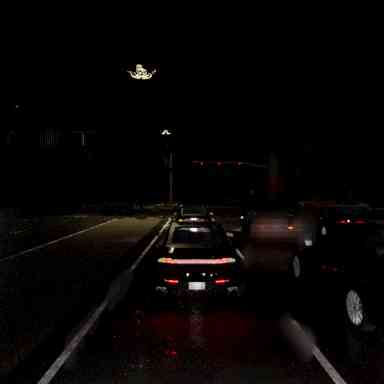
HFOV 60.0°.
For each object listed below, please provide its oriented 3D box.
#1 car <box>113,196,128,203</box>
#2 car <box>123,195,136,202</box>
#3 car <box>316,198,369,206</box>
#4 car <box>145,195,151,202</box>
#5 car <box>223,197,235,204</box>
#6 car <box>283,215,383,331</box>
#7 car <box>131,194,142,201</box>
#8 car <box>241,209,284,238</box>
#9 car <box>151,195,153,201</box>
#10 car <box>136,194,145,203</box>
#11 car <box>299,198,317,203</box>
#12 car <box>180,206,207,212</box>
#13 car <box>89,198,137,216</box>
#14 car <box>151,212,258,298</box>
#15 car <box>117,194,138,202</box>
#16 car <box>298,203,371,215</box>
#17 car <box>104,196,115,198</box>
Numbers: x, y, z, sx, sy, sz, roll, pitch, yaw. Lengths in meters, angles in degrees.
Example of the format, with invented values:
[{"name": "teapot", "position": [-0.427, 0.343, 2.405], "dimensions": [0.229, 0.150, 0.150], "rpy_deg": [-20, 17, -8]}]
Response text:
[{"name": "car", "position": [-15.077, 1.571, 70.474], "dimensions": [2.033, 1.411, 5.357], "rpy_deg": [0, 0, 0]}, {"name": "car", "position": [-15.088, 1.561, 80.577], "dimensions": [2.128, 1.511, 4.902], "rpy_deg": [0, 0, 0]}, {"name": "car", "position": [15.341, 1.540, 33.243], "dimensions": [4.674, 1.442, 1.812], "rpy_deg": [0, 0, 0]}, {"name": "car", "position": [-11.586, 1.559, 79.306], "dimensions": [1.812, 1.442, 4.674], "rpy_deg": [0, 0, 0]}, {"name": "car", "position": [6.968, 1.628, 62.511], "dimensions": [1.895, 1.301, 4.718], "rpy_deg": [0, 0, 1]}, {"name": "car", "position": [3.592, 1.481, 6.882], "dimensions": [1.882, 1.535, 5.008], "rpy_deg": [0, 0, 0]}, {"name": "car", "position": [-15.080, 1.389, 90.743], "dimensions": [2.097, 1.767, 4.553], "rpy_deg": [0, 0, 0]}, {"name": "car", "position": [3.585, 1.555, 16.501], "dimensions": [2.033, 1.411, 5.357], "rpy_deg": [0, 0, 0]}, {"name": "car", "position": [-11.588, 1.564, 89.713], "dimensions": [2.128, 1.511, 4.902], "rpy_deg": [0, 0, 0]}, {"name": "car", "position": [-11.575, 1.531, 69.037], "dimensions": [1.837, 1.490, 4.892], "rpy_deg": [0, 0, 0]}, {"name": "car", "position": [16.510, 1.497, 43.855], "dimensions": [5.008, 1.535, 1.882], "rpy_deg": [0, 0, 2]}, {"name": "car", "position": [0.082, 1.513, 17.907], "dimensions": [1.837, 1.490, 4.892], "rpy_deg": [0, 0, 0]}, {"name": "car", "position": [-7.767, 1.578, 32.257], "dimensions": [4.181, 1.385, 1.994], "rpy_deg": [0, 0, -3]}, {"name": "car", "position": [0.090, 1.495, 8.486], "dimensions": [2.128, 1.511, 4.902], "rpy_deg": [0, 0, 0]}, {"name": "car", "position": [-11.662, 1.590, 60.214], "dimensions": [1.994, 1.385, 4.181], "rpy_deg": [0, 0, 1]}, {"name": "car", "position": [7.083, 1.512, 16.966], "dimensions": [1.837, 1.490, 4.892], "rpy_deg": [0, 0, 0]}, {"name": "car", "position": [-15.121, 1.504, 60.696], "dimensions": [1.882, 1.535, 5.008], "rpy_deg": [0, 0, 0]}]
